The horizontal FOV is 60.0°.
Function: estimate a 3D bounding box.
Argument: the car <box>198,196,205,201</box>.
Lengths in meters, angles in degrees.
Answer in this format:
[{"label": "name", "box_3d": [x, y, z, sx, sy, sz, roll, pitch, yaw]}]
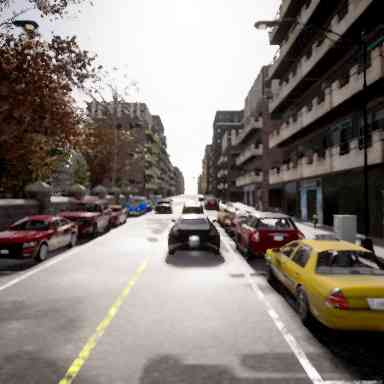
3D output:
[{"label": "car", "box_3d": [2.708, 1.758, 94.594, 2.008, 1.369, 4.403, 1, 0, 0]}]

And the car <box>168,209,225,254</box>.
[{"label": "car", "box_3d": [0.082, 1.593, 13.669, 1.994, 1.385, 4.181, 0, 0, 0]}]

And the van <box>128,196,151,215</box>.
[{"label": "van", "box_3d": [-5.679, 1.415, 34.437, 1.690, 1.788, 3.998, 1, 0, 0]}]

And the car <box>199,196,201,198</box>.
[{"label": "car", "box_3d": [2.708, 1.760, 88.952, 1.947, 1.339, 4.313, 1, 0, 0]}]

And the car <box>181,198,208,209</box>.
[{"label": "car", "box_3d": [0.086, 1.556, 30.006, 2.128, 1.511, 4.902, 0, 0, 0]}]

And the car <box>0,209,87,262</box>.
[{"label": "car", "box_3d": [-5.676, 1.572, 12.343, 1.887, 1.381, 4.507, 1, 0, 0]}]

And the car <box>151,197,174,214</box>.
[{"label": "car", "box_3d": [-3.095, 1.584, 37.122, 1.837, 1.490, 4.892, 0, 0, 0]}]

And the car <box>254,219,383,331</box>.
[{"label": "car", "box_3d": [2.704, 1.540, 6.988, 1.752, 1.417, 4.829, 1, 0, 0]}]

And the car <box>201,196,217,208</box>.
[{"label": "car", "box_3d": [2.677, 1.538, 45.482, 1.967, 1.590, 4.097, 1, 0, 0]}]

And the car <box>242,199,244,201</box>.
[{"label": "car", "box_3d": [13.646, 1.765, 77.136, 4.097, 1.590, 1.967, 0, -1, 1]}]

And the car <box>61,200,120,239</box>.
[{"label": "car", "box_3d": [-5.671, 1.354, 17.866, 2.192, 1.841, 5.009, 1, 0, 0]}]

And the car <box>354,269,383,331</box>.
[{"label": "car", "box_3d": [2.704, 1.548, 1.294, 1.887, 1.381, 4.507, 1, 0, 0]}]

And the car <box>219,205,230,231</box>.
[{"label": "car", "box_3d": [2.704, 1.620, 17.865, 1.802, 1.307, 4.206, 1, 0, 0]}]

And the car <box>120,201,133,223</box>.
[{"label": "car", "box_3d": [-5.676, 1.595, 23.390, 1.887, 1.381, 4.507, 1, 0, 0]}]

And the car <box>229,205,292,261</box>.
[{"label": "car", "box_3d": [2.706, 1.466, 12.342, 1.967, 1.590, 4.097, 1, 0, 0]}]

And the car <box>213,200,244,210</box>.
[{"label": "car", "box_3d": [2.705, 1.576, 23.559, 1.752, 1.417, 4.829, 1, 0, 0]}]
